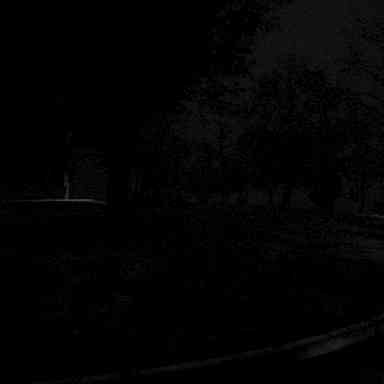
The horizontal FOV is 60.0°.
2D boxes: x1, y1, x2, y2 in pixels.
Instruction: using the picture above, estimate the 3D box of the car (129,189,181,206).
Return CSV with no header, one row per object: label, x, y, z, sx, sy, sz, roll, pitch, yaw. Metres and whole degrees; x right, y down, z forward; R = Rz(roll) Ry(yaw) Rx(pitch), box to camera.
car,-3.457,0.423,31.535,4.902,1.511,2.128,2,1,5
